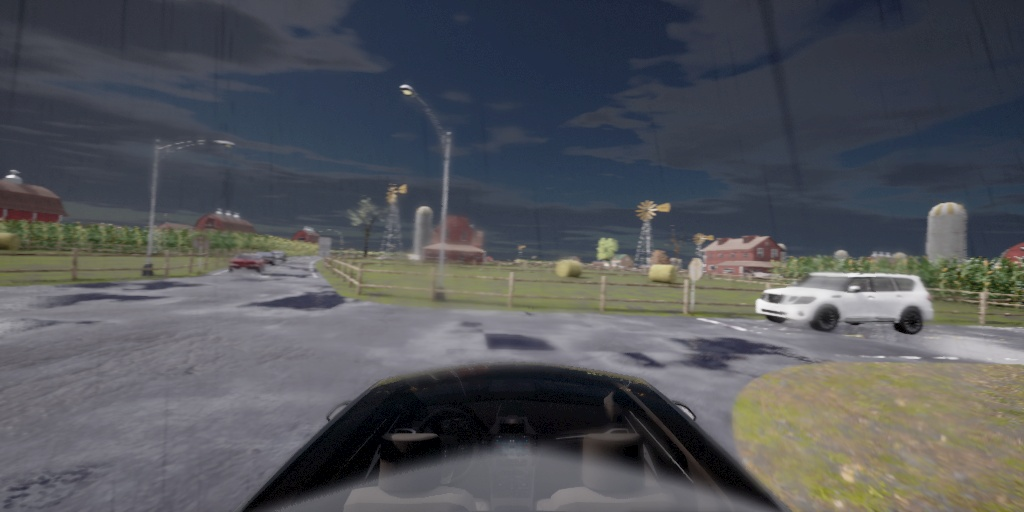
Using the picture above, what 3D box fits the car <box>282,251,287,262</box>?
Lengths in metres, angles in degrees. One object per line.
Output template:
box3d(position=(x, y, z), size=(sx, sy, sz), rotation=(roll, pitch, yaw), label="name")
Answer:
box3d(position=(-32.109, -0.020, 49.285), size=(2.128, 1.511, 4.902), rotation=(4, -1, -27), label="car")

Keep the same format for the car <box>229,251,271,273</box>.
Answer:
box3d(position=(-19.399, 0.517, 26.490), size=(1.895, 1.301, 4.718), rotation=(4, -1, -30), label="car")

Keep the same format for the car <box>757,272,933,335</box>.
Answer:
box3d(position=(12.073, 1.617, 13.133), size=(5.566, 2.045, 2.150), rotation=(2, -1, -7), label="car")

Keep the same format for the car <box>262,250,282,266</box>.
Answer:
box3d(position=(-25.660, 0.246, 37.344), size=(2.033, 1.411, 5.357), rotation=(4, -1, -29), label="car")
